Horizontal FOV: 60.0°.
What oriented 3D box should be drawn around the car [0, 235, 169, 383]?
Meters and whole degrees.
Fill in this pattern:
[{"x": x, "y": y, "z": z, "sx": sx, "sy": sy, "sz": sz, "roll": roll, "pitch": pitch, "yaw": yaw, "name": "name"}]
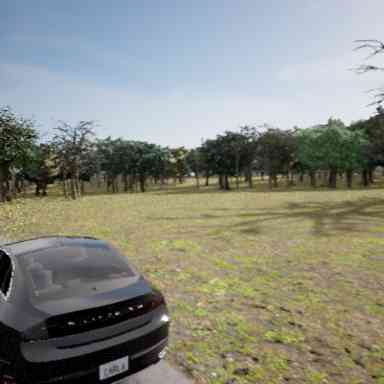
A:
[{"x": -2.191, "y": 1.447, "z": 5.149, "sx": 1.837, "sy": 1.490, "sz": 4.892, "roll": -2, "pitch": 1, "yaw": -36, "name": "car"}]
